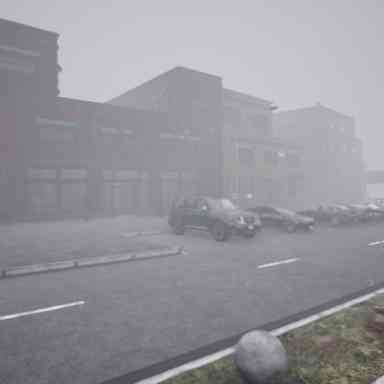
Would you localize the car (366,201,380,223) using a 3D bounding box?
[{"bbox_3d":[11.509,1.668,25.989,2.163,1.488,4.792,1,-1,-41],"label":"car"}]

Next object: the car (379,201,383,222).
[{"bbox_3d":[13.585,1.692,27.759,2.163,1.488,4.792,1,-1,-42],"label":"car"}]

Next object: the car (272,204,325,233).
[{"bbox_3d":[5.219,1.582,20.542,2.163,1.488,4.792,1,0,-39],"label":"car"}]

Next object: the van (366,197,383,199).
[{"bbox_3d":[19.492,1.500,33.438,1.878,1.987,4.442,1,-1,-44],"label":"van"}]

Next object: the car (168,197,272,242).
[{"bbox_3d":[0.965,1.260,17.113,2.435,2.045,5.566,0,-1,-38],"label":"car"}]

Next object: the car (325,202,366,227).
[{"bbox_3d":[9.473,1.612,24.167,2.231,1.521,4.892,1,-1,-40],"label":"car"}]
